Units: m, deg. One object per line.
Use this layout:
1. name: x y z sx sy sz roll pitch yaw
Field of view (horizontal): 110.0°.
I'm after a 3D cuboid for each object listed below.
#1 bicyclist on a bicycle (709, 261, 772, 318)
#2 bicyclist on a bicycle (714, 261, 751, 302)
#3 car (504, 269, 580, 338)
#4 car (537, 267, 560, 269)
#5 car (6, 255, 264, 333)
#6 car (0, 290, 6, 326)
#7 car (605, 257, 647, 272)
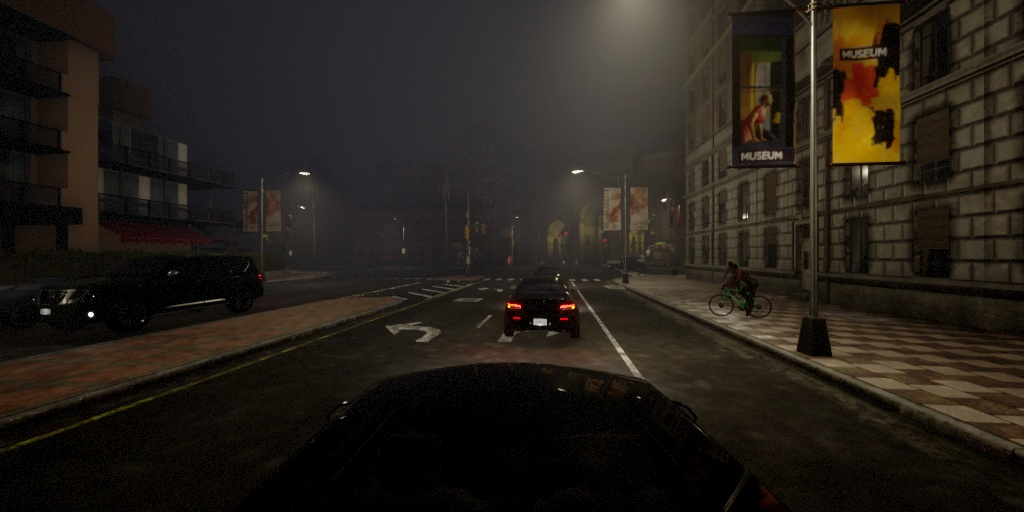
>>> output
1. bicyclist on a bicycle: 6.862 1.051 10.824 1.656 1.620 0.582 0 0 22
2. bicyclist on a bicycle: 9.284 1.050 15.085 1.656 1.620 0.582 0 0 -28
3. car: 0.885 1.276 10.110 1.812 1.442 4.674 0 0 7
4. car: 1.936 1.276 18.952 1.812 1.442 4.674 0 0 7
5. car: -10.705 0.971 11.256 2.150 2.045 5.566 0 0 8
6. car: -14.195 1.297 11.681 2.033 1.411 5.357 0 0 7
7. car: 14.688 1.257 46.381 4.892 1.490 1.837 1 0 6
